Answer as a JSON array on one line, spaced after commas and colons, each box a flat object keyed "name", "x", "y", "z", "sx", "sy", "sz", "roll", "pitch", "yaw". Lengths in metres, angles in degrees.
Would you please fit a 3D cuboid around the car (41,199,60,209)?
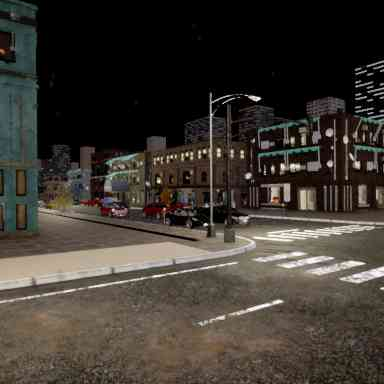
[{"name": "car", "x": -24.183, "y": 2.233, "z": 57.631, "sx": 1.752, "sy": 1.417, "sz": 4.829, "roll": -1, "pitch": 0, "yaw": -35}]

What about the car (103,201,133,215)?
[{"name": "car", "x": -9.200, "y": 1.943, "z": 40.992, "sx": 1.837, "sy": 1.490, "sz": 4.892, "roll": -1, "pitch": 0, "yaw": -35}]

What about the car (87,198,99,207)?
[{"name": "car", "x": -17.450, "y": 1.940, "z": 62.615, "sx": 2.192, "sy": 1.841, "sz": 5.009, "roll": -1, "pitch": 0, "yaw": -35}]

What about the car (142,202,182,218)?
[{"name": "car", "x": -3.311, "y": 1.850, "z": 32.687, "sx": 1.812, "sy": 1.442, "sz": 4.674, "roll": -1, "pitch": 0, "yaw": -35}]

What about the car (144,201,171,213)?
[{"name": "car", "x": -4.644, "y": 1.966, "z": 44.549, "sx": 1.802, "sy": 1.307, "sz": 4.206, "roll": -1, "pitch": 0, "yaw": -35}]

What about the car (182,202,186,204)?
[{"name": "car", "x": -1.445, "y": 1.904, "z": 40.034, "sx": 1.802, "sy": 1.307, "sz": 4.206, "roll": -2, "pitch": 0, "yaw": -35}]

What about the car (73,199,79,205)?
[{"name": "car", "x": -27.044, "y": 2.364, "z": 76.166, "sx": 1.947, "sy": 1.339, "sz": 4.313, "roll": -1, "pitch": 0, "yaw": -35}]

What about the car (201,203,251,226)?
[{"name": "car", "x": 2.334, "y": 1.738, "z": 24.735, "sx": 1.812, "sy": 1.442, "sz": 4.674, "roll": -1, "pitch": 0, "yaw": -34}]

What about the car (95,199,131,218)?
[{"name": "car", "x": -8.285, "y": 1.846, "z": 35.187, "sx": 1.967, "sy": 1.590, "sz": 4.097, "roll": -1, "pitch": 0, "yaw": -35}]

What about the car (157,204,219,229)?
[{"name": "car", "x": -0.360, "y": 1.815, "z": 23.794, "sx": 1.947, "sy": 1.339, "sz": 4.313, "roll": -1, "pitch": 0, "yaw": -35}]

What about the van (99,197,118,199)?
[{"name": "van", "x": -14.250, "y": 1.907, "z": 58.099, "sx": 1.690, "sy": 1.788, "sz": 3.998, "roll": -1, "pitch": 0, "yaw": -35}]

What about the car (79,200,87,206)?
[{"name": "car", "x": -20.644, "y": 2.228, "z": 67.132, "sx": 1.887, "sy": 1.381, "sz": 4.507, "roll": -1, "pitch": 0, "yaw": -35}]

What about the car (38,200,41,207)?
[{"name": "car", "x": -30.681, "y": 2.376, "z": 66.803, "sx": 2.008, "sy": 1.369, "sz": 4.403, "roll": -1, "pitch": 0, "yaw": -35}]
